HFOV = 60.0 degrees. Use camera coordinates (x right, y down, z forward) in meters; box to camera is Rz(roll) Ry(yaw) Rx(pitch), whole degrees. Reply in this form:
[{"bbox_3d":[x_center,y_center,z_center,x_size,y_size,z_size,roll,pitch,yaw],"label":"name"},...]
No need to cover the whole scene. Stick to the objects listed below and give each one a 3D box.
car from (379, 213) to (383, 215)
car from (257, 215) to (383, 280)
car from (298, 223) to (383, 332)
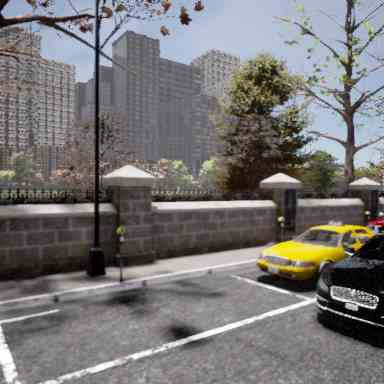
[{"bbox_3d":[8.627,1.325,12.710,5.009,1.841,2.192,0,0,-36],"label":"car"},{"bbox_3d":[3.905,1.530,9.341,4.829,1.417,1.752,0,0,-36],"label":"car"},{"bbox_3d":[4.425,1.509,6.531,4.892,1.490,1.837,0,0,-36],"label":"car"}]
